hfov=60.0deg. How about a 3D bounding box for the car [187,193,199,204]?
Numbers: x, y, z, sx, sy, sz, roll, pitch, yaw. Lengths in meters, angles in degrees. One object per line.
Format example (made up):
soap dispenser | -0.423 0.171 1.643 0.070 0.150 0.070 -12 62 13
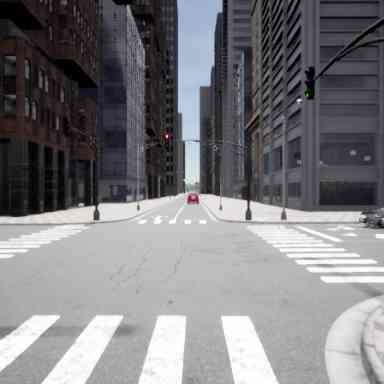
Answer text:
car | 0.215 1.205 62.458 2.150 2.045 5.566 0 0 0

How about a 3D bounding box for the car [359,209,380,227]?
car | 12.550 1.378 19.718 4.902 1.511 2.128 0 0 1

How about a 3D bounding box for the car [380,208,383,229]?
car | 12.519 1.388 16.478 4.902 1.511 2.128 0 0 0
